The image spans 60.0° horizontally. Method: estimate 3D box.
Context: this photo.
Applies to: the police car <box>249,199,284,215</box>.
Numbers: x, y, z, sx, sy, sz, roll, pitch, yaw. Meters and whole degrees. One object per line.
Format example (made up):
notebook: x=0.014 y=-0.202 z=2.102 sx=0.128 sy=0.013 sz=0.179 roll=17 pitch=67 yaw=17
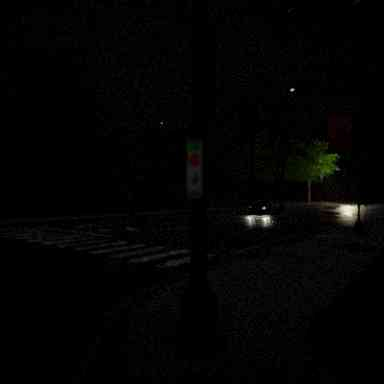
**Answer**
police car: x=7.414 y=1.481 z=33.318 sx=2.038 sy=1.542 sz=4.974 roll=1 pitch=0 yaw=36
